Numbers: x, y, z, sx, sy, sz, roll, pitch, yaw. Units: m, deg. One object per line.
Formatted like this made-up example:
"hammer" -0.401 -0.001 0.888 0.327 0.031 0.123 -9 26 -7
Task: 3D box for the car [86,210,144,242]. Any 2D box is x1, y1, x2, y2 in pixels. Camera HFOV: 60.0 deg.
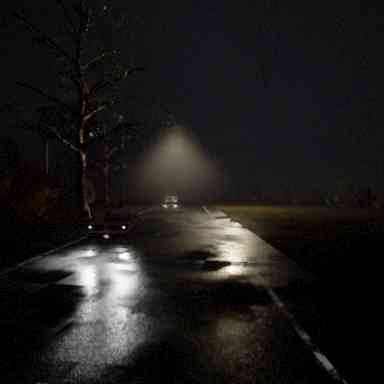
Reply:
"car" -3.601 1.568 16.244 1.895 1.301 4.718 0 0 0

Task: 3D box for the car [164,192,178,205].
"car" -3.583 1.105 57.606 2.150 2.045 5.566 0 0 0
